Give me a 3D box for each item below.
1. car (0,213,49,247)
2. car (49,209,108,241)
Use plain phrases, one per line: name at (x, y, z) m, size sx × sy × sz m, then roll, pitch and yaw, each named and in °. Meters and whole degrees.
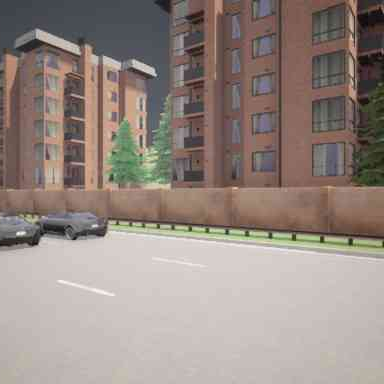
car at (-8.269, 1.573, 14.066) m, size 4.181 × 1.385 × 1.994 m, roll 0°, pitch 0°, yaw 36°
car at (-6.236, 1.573, 16.916) m, size 4.181 × 1.385 × 1.994 m, roll 0°, pitch 0°, yaw 36°
